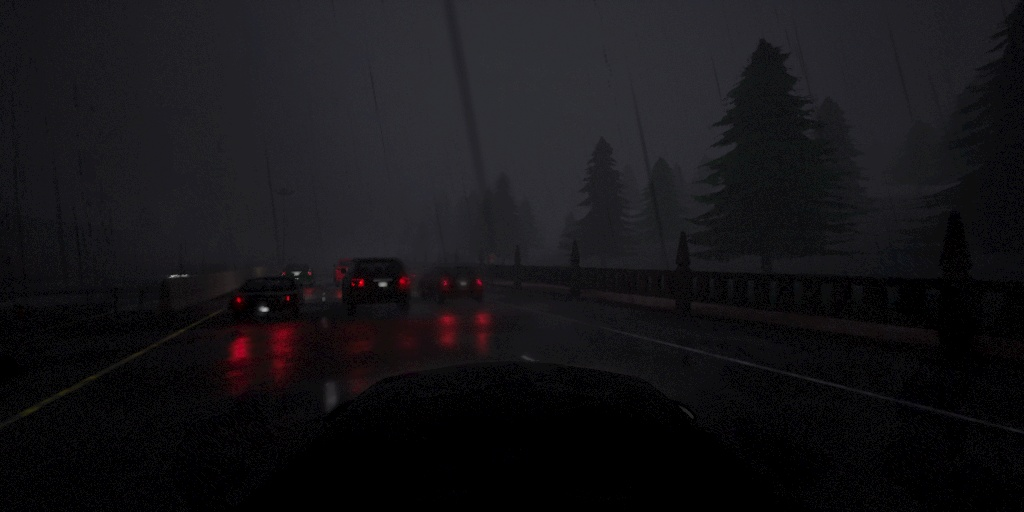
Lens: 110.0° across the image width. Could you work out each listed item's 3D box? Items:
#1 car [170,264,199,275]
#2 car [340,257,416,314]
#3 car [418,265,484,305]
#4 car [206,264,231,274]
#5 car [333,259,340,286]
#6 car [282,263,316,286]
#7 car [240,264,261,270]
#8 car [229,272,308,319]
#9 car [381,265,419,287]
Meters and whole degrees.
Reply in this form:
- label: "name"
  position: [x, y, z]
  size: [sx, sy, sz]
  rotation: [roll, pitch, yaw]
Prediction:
- label: "car"
  position: [-41.814, 1.689, 45.837]
  size: [1.994, 1.385, 4.181]
  rotation: [0, 0, -27]
- label: "car"
  position: [-5.676, 1.079, 14.730]
  size: [2.150, 2.045, 5.566]
  rotation: [0, 0, -27]
- label: "car"
  position: [-3.056, 1.225, 17.295]
  size: [2.097, 1.767, 4.553]
  rotation: [0, -1, -27]
- label: "car"
  position: [-38.761, 1.700, 47.547]
  size: [1.994, 1.385, 4.181]
  rotation: [0, 0, -27]
- label: "car"
  position: [-12.614, 1.187, 27.946]
  size: [2.150, 2.045, 5.566]
  rotation: [0, 0, -27]
- label: "car"
  position: [-16.188, 1.312, 27.253]
  size: [2.097, 1.767, 4.553]
  rotation: [0, -1, -27]
- label: "car"
  position: [-35.576, 1.746, 49.005]
  size: [1.895, 1.301, 4.718]
  rotation: [0, 0, -27]
- label: "car"
  position: [-8.993, 1.450, 13.528]
  size: [1.895, 1.301, 4.718]
  rotation: [0, 0, -27]
- label: "car"
  position: [-9.034, 1.513, 28.628]
  size: [2.033, 1.411, 5.357]
  rotation: [0, 0, -27]
